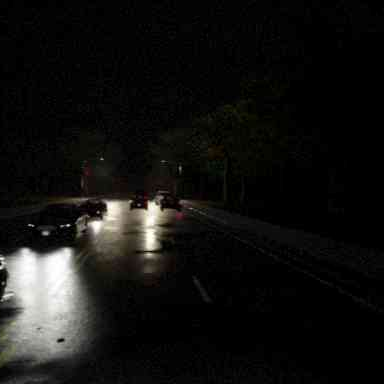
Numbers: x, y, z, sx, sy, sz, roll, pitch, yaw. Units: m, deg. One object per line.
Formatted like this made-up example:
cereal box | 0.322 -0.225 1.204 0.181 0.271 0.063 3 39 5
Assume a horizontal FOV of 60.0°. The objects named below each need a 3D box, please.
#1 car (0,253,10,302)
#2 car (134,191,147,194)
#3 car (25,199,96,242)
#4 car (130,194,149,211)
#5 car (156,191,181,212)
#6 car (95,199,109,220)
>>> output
car | -4.366 1.436 4.811 1.994 1.385 4.181 1 0 -8
car | -7.431 0.827 47.786 2.150 2.045 5.566 1 1 -8
car | -5.910 1.280 15.042 2.128 1.511 4.902 1 0 -9
car | -5.686 1.263 36.015 1.994 1.385 4.181 1 0 -8
car | -2.412 1.130 36.108 2.097 1.767 4.553 1 0 -9
car | -7.443 1.252 25.371 2.033 1.411 5.357 1 0 -8
